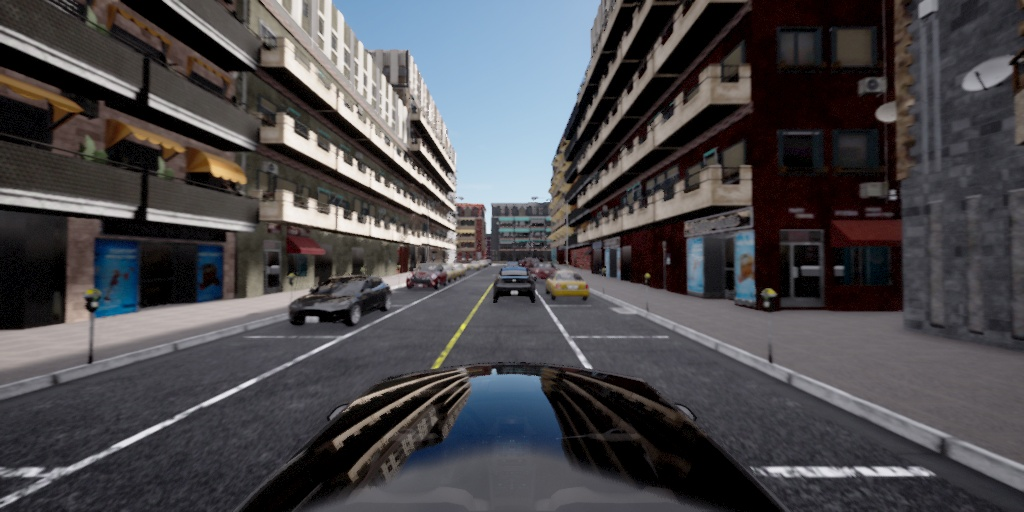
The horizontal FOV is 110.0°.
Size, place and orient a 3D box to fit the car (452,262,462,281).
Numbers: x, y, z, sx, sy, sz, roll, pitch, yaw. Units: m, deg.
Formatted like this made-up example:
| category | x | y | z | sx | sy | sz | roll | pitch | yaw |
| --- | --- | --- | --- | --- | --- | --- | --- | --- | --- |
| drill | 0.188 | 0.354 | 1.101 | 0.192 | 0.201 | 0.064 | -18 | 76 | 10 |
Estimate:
| category | x | y | z | sx | sy | sz | roll | pitch | yaw |
| --- | --- | --- | --- | --- | --- | --- | --- | --- | --- |
| car | -5.327 | 1.289 | 28.235 | 1.751 | 1.417 | 4.829 | 0 | 0 | 0 |

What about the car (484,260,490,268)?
| category | x | y | z | sx | sy | sz | roll | pitch | yaw |
| --- | --- | --- | --- | --- | --- | --- | --- | --- | --- |
| car | -5.333 | 1.350 | 61.619 | 1.751 | 1.417 | 4.829 | 0 | 0 | 0 |

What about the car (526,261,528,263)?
| category | x | y | z | sx | sy | sz | roll | pitch | yaw |
| --- | --- | --- | --- | --- | --- | --- | --- | --- | --- |
| car | 2.550 | 1.353 | 34.002 | 1.802 | 1.307 | 4.207 | 0 | 0 | 0 |

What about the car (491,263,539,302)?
| category | x | y | z | sx | sy | sz | roll | pitch | yaw |
| --- | --- | --- | --- | --- | --- | --- | --- | --- | --- |
| car | 0.095 | 1.259 | 17.077 | 1.837 | 1.490 | 4.892 | 0 | 0 | 0 |

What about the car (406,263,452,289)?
| category | x | y | z | sx | sy | sz | roll | pitch | yaw |
| --- | --- | --- | --- | --- | --- | --- | --- | --- | --- |
| car | -5.325 | 1.198 | 22.842 | 1.967 | 1.591 | 4.097 | 0 | 0 | 0 |

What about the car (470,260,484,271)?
| category | x | y | z | sx | sy | sz | roll | pitch | yaw |
| --- | --- | --- | --- | --- | --- | --- | --- | --- | --- |
| car | -5.344 | 1.324 | 50.491 | 1.751 | 1.417 | 4.829 | 0 | 0 | 0 |

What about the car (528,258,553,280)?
| category | x | y | z | sx | sy | sz | roll | pitch | yaw |
| --- | --- | --- | --- | --- | --- | --- | --- | --- | --- |
| car | 2.553 | 1.204 | 28.438 | 1.967 | 1.591 | 4.097 | 0 | 0 | 0 |

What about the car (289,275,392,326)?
| category | x | y | z | sx | sy | sz | roll | pitch | yaw |
| --- | --- | --- | --- | --- | --- | --- | --- | --- | --- |
| car | -5.319 | 1.317 | 11.713 | 1.948 | 1.339 | 4.313 | 0 | 0 | 0 |

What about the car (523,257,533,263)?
| category | x | y | z | sx | sy | sz | roll | pitch | yaw |
| --- | --- | --- | --- | --- | --- | --- | --- | --- | --- |
| car | 2.548 | 1.094 | 39.566 | 2.192 | 1.841 | 5.009 | 0 | 0 | 0 |

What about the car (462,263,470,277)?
| category | x | y | z | sx | sy | sz | roll | pitch | yaw |
| --- | --- | --- | --- | --- | --- | --- | --- | --- | --- |
| car | -5.330 | 1.296 | 33.799 | 1.751 | 1.417 | 4.829 | 0 | 0 | 0 |

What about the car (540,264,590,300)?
| category | x | y | z | sx | sy | sz | roll | pitch | yaw |
| --- | --- | --- | --- | --- | --- | --- | --- | --- | --- |
| car | 2.558 | 1.280 | 17.482 | 1.751 | 1.417 | 4.829 | 0 | 0 | 0 |

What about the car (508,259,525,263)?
| category | x | y | z | sx | sy | sz | roll | pitch | yaw |
| --- | --- | --- | --- | --- | --- | --- | --- | --- | --- |
| car | 0.085 | 1.342 | 38.856 | 1.994 | 1.385 | 4.181 | 0 | 0 | 0 |
